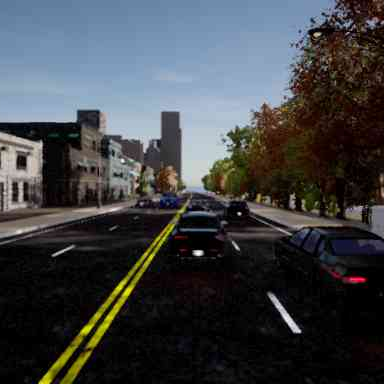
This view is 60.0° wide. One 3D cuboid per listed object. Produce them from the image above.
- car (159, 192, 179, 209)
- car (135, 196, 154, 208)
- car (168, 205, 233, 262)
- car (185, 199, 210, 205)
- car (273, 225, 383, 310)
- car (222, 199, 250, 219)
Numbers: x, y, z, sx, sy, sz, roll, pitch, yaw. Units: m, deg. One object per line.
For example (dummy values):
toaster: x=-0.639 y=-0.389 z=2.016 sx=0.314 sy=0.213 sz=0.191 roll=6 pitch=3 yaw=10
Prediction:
car: x=-2.819 y=1.011 z=42.028 sx=2.150 sy=2.045 sz=5.566 roll=0 pitch=1 yaw=1
car: x=-6.057 y=1.268 z=42.775 sx=2.128 sy=1.511 sz=4.902 roll=0 pitch=0 yaw=1
car: x=0.222 y=1.452 z=11.861 sx=1.837 sy=1.490 sz=4.892 roll=0 pitch=1 yaw=1
car: x=0.428 y=1.364 z=27.841 sx=2.128 sy=1.511 sz=4.902 roll=0 pitch=0 yaw=1
car: x=3.408 y=1.525 z=8.041 sx=2.033 sy=1.411 sz=5.357 roll=0 pitch=0 yaw=1
car: x=3.679 y=1.391 z=27.918 sx=1.837 sy=1.490 sz=4.892 roll=0 pitch=0 yaw=1
